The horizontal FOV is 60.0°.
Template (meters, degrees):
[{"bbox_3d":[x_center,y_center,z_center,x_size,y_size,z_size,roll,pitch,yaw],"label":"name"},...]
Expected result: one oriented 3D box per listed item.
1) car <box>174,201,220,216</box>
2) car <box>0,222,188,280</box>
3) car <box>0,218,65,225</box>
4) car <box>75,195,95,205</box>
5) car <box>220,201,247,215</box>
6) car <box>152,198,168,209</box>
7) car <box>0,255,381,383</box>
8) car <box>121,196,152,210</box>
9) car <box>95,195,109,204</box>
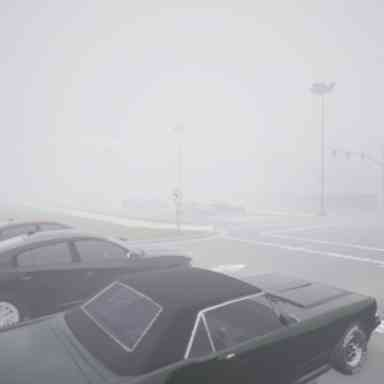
[{"bbox_3d":[0.269,1.648,33.028,1.895,1.301,4.718,0,0,-36],"label":"car"},{"bbox_3d":[-2.219,1.482,6.480,5.008,1.535,1.882,0,0,-35],"label":"car"},{"bbox_3d":[-4.160,1.482,9.398,5.008,1.535,1.882,0,0,-35],"label":"car"},{"bbox_3d":[-19.984,1.524,61.030,1.882,1.535,5.008,0,0,-36],"label":"car"},{"bbox_3d":[3.473,1.656,34.577,1.895,1.301,4.718,0,0,-36],"label":"car"},{"bbox_3d":[-5.151,1.561,46.379,1.837,1.490,4.892,0,-1,-36],"label":"car"},{"bbox_3d":[0.240,1.607,3.931,4.718,1.301,1.895,0,0,-35],"label":"car"},{"bbox_3d":[-7.600,1.398,43.798,2.097,1.767,4.553,0,0,-36],"label":"car"},{"bbox_3d":[-17.611,1.405,63.736,2.097,1.767,4.553,0,0,-36],"label":"car"}]
